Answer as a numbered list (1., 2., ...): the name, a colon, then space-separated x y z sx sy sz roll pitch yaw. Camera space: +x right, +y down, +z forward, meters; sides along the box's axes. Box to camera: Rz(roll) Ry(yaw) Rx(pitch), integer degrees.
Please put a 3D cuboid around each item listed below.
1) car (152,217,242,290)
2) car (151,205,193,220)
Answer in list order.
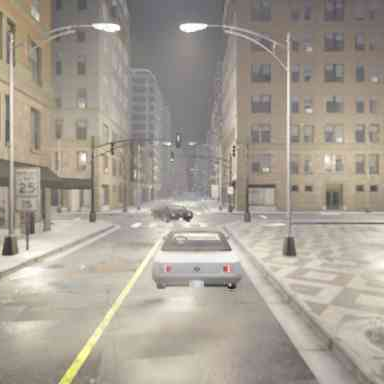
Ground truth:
1. car: 0.102 1.604 9.062 1.895 1.301 4.718 0 0 0
2. car: -1.653 1.611 25.379 1.895 1.301 4.718 0 0 -23
